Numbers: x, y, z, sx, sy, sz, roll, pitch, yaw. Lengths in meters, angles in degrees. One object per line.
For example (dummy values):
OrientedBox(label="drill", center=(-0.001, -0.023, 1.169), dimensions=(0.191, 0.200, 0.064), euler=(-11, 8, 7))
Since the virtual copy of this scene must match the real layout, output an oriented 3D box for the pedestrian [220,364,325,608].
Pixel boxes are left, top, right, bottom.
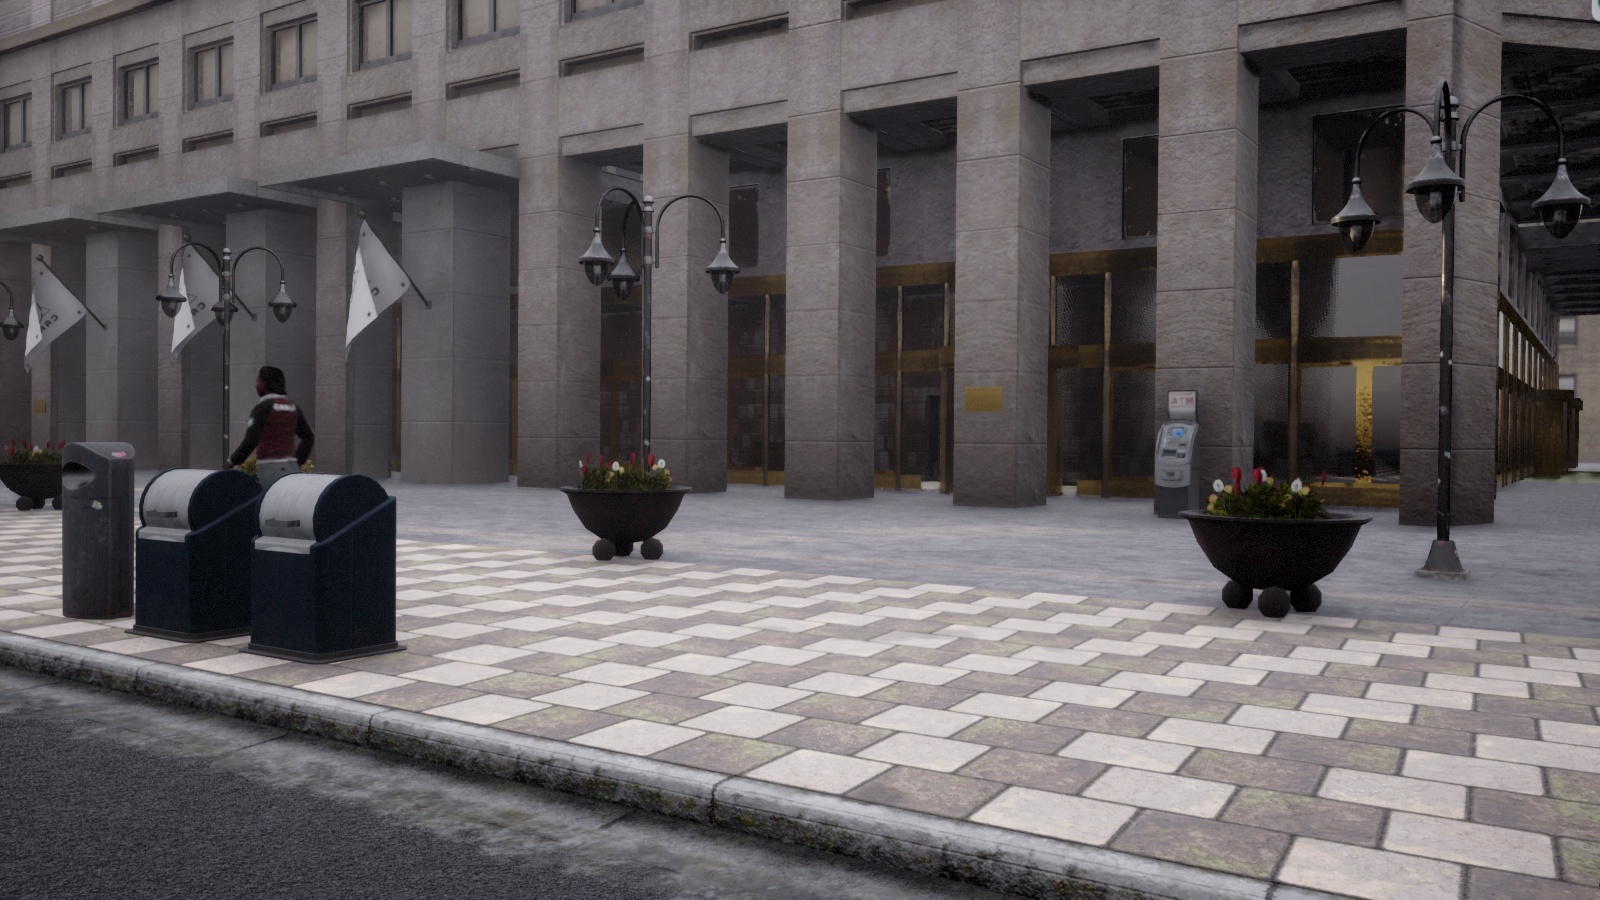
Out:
OrientedBox(label="pedestrian", center=(-4.293, 0.287, 10.229), dimensions=(0.666, 1.930, 0.402), euler=(0, 1, 17))
